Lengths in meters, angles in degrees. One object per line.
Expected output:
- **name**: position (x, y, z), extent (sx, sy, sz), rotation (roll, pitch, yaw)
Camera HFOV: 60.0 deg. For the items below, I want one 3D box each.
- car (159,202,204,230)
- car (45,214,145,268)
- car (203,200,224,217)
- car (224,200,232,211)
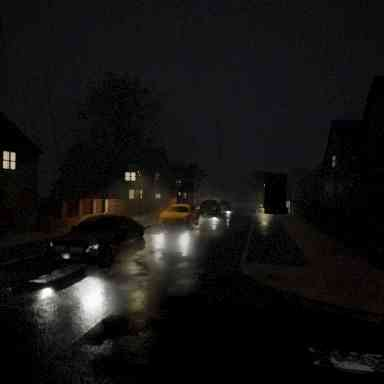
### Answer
- **car**: position (-0.754, 1.595, 22.602), extent (1.882, 1.535, 5.008), rotation (1, 0, 12)
- **car**: position (-3.046, 1.544, 11.593), extent (1.812, 1.442, 4.674), rotation (1, 0, 12)
- **car**: position (1.803, 1.605, 34.897), extent (2.097, 1.767, 4.553), rotation (1, 0, 12)
- **car**: position (4.673, 1.961, 48.419), extent (1.812, 1.442, 4.674), rotation (1, -1, 12)
